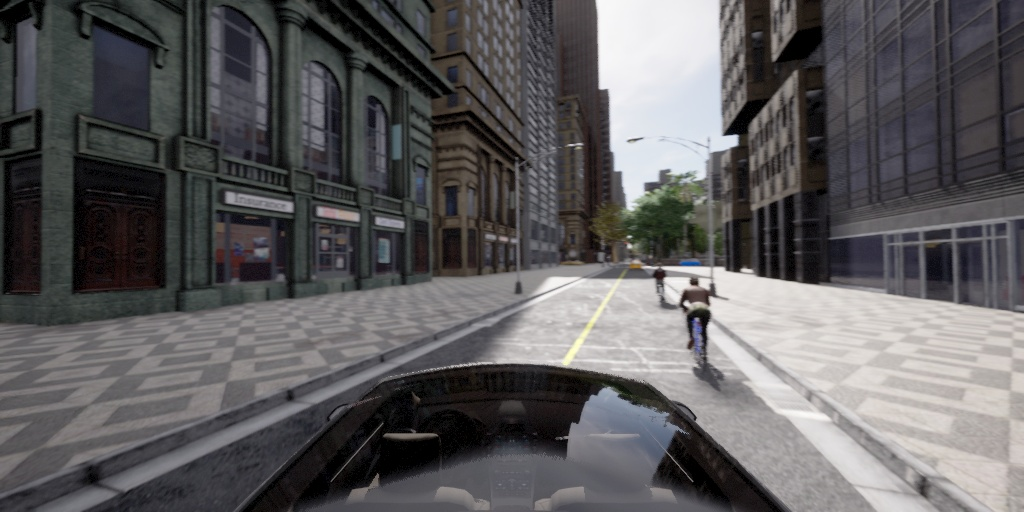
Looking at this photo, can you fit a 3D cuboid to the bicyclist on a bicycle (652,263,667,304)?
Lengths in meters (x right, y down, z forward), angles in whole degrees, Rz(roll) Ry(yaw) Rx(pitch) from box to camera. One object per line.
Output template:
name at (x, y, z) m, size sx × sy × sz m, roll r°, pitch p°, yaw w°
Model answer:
bicyclist on a bicycle at (6.449, 1.170, 15.656) m, size 0.659 × 1.776 × 1.843 m, roll -1°, pitch 0°, yaw 19°

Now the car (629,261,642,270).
car at (20.327, 1.561, 58.893) m, size 1.882 × 1.535 × 5.008 m, roll -1°, pitch -1°, yaw 18°

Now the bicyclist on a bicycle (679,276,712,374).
bicyclist on a bicycle at (3.367, 1.202, 6.552) m, size 0.582 × 1.620 × 1.656 m, roll -1°, pitch -1°, yaw 19°
